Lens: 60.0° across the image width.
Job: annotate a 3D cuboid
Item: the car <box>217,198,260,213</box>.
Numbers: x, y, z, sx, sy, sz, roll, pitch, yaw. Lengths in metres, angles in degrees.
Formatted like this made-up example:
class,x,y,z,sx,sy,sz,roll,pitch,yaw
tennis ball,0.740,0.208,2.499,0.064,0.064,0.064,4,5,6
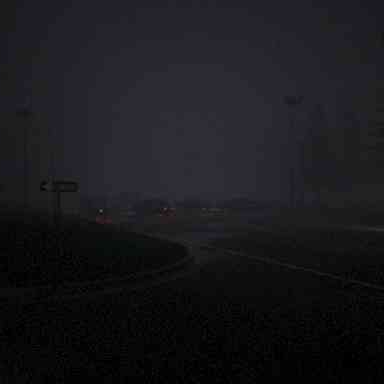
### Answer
class,x,y,z,sx,sy,sz,roll,pitch,yaw
car,4.877,1.391,35.574,2.033,1.411,5.357,0,0,-34

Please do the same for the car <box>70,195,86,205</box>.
class,x,y,z,sx,sy,sz,roll,pitch,yaw
car,-16.263,1.165,48.334,1.837,1.490,4.892,0,0,-34

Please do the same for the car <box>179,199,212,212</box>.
class,x,y,z,sx,sy,sz,roll,pitch,yaw
car,0.081,1.414,36.453,1.895,1.301,4.718,0,0,-34

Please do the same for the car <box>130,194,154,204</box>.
class,x,y,z,sx,sy,sz,roll,pitch,yaw
car,-8.407,1.145,55.480,1.882,1.535,5.008,0,0,-34

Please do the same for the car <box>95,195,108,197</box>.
class,x,y,z,sx,sy,sz,roll,pitch,yaw
car,-14.236,1.132,51.603,1.882,1.535,5.008,0,0,-34

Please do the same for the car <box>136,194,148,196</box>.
class,x,y,z,sx,sy,sz,roll,pitch,yaw
car,-4.114,1.315,36.410,1.812,1.442,4.674,0,0,-34

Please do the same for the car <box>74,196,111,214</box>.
class,x,y,z,sx,sy,sz,roll,pitch,yaw
car,-9.402,1.385,31.748,1.895,1.301,4.718,0,0,-34

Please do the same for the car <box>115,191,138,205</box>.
class,x,y,z,sx,sy,sz,roll,pitch,yaw
car,-10.103,0.899,51.718,2.150,2.045,5.566,0,0,-34

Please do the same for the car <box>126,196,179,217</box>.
class,x,y,z,sx,sy,sz,roll,pitch,yaw
car,-3.600,1.376,29.359,2.033,1.411,5.357,0,0,-34
